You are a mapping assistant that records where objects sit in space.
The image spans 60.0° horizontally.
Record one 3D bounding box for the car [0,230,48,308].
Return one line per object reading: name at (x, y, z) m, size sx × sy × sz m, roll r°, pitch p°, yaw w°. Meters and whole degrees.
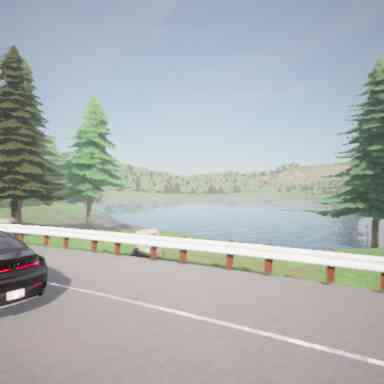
car at (-5.054, 1.470, 6.810) m, size 4.892 × 1.490 × 1.837 m, roll 0°, pitch 0°, yaw 30°
